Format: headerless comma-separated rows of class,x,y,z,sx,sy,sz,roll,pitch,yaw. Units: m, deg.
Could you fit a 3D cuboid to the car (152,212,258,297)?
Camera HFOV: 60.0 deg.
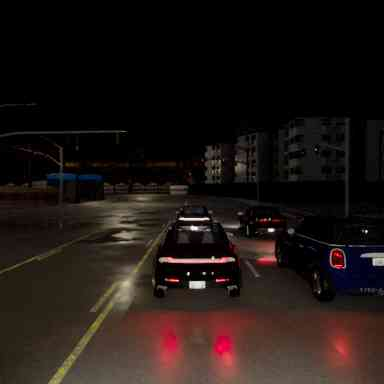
car,0.104,1.501,8.576,2.128,1.511,4.902,0,0,0

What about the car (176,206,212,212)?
car,0.114,1.477,17.988,2.128,1.511,4.902,0,0,0

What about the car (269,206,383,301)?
car,3.605,1.352,8.482,2.097,1.767,4.553,0,0,0

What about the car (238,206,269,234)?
car,3.613,1.485,17.604,1.837,1.490,4.892,0,0,0
